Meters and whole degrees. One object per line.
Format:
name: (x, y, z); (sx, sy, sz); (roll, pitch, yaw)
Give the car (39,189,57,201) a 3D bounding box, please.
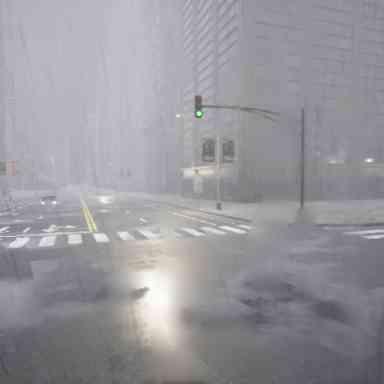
car: (-22.596, 0.623, 52.753); (1.882, 1.535, 5.008); (-1, 1, -19)
